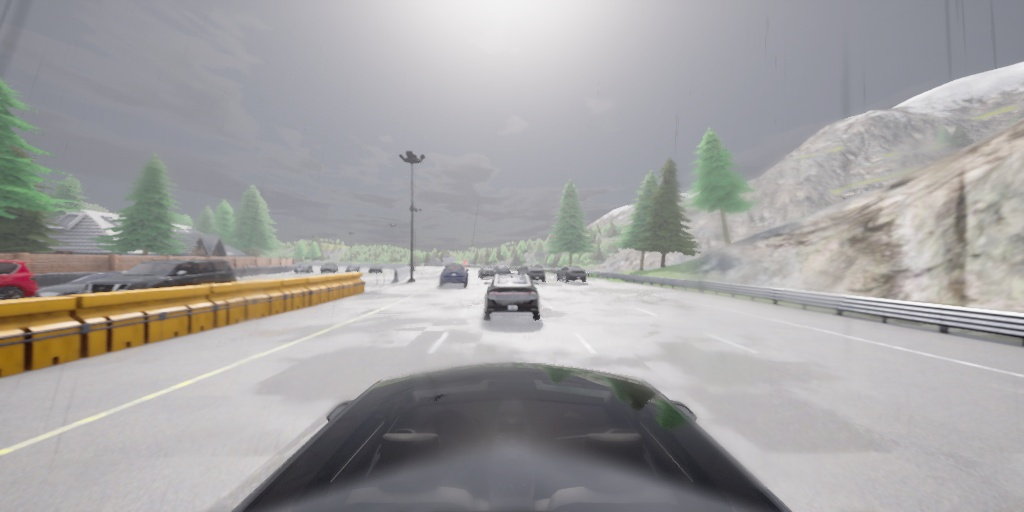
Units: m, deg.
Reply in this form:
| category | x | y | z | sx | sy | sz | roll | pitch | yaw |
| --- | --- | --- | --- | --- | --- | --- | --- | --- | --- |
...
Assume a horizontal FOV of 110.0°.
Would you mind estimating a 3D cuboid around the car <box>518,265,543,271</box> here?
| category | x | y | z | sx | sy | sz | roll | pitch | yaw |
| --- | --- | --- | --- | --- | --- | --- | --- | --- | --- |
| car | 1.858 | 1.688 | 33.706 | 1.837 | 1.490 | 4.892 | 1 | -1 | -8 |

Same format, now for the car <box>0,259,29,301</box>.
| category | x | y | z | sx | sy | sz | roll | pitch | yaw |
| --- | --- | --- | --- | --- | --- | --- | --- | --- | --- |
| car | -21.190 | 1.120 | 12.852 | 2.150 | 2.045 | 5.566 | 0 | -1 | -1 |

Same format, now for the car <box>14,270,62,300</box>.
| category | x | y | z | sx | sy | sz | roll | pitch | yaw |
| --- | --- | --- | --- | --- | --- | --- | --- | --- | --- |
| car | -17.821 | 1.434 | 16.074 | 2.128 | 1.511 | 4.902 | 0 | -1 | -3 |

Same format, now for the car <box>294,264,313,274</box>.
| category | x | y | z | sx | sy | sz | roll | pitch | yaw |
| --- | --- | --- | --- | --- | --- | --- | --- | --- | --- |
| car | -31.779 | 1.958 | 54.790 | 2.128 | 1.511 | 4.902 | 0 | -1 | -17 |

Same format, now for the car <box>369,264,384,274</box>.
| category | x | y | z | sx | sy | sz | roll | pitch | yaw |
| --- | --- | --- | --- | --- | --- | --- | --- | --- | --- |
| car | -21.400 | 1.969 | 56.702 | 1.882 | 1.535 | 5.008 | 0 | -1 | -17 |

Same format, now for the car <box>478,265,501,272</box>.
| category | x | y | z | sx | sy | sz | roll | pitch | yaw |
| --- | --- | --- | --- | --- | --- | --- | --- | --- | --- |
| car | -2.853 | 1.882 | 40.979 | 1.895 | 1.301 | 4.718 | 0 | -1 | -11 |

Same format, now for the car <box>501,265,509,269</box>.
| category | x | y | z | sx | sy | sz | roll | pitch | yaw |
| --- | --- | --- | --- | --- | --- | --- | --- | --- | --- |
| car | -1.650 | 1.990 | 51.715 | 1.994 | 1.385 | 4.181 | 0 | -1 | -14 |

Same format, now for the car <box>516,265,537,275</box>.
| category | x | y | z | sx | sy | sz | roll | pitch | yaw |
| --- | --- | --- | --- | --- | --- | --- | --- | --- | --- |
| car | 2.045 | 1.985 | 51.297 | 1.994 | 1.385 | 4.181 | 0 | -1 | -14 |

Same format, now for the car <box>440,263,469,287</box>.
| category | x | y | z | sx | sy | sz | roll | pitch | yaw |
| --- | --- | --- | --- | --- | --- | --- | --- | --- | --- |
| car | -4.591 | 1.469 | 28.901 | 2.097 | 1.767 | 4.553 | 0 | -1 | -6 |

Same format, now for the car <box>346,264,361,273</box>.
| category | x | y | z | sx | sy | sz | roll | pitch | yaw |
| --- | --- | --- | --- | --- | --- | --- | --- | --- | --- |
| car | -25.196 | 1.990 | 57.128 | 2.128 | 1.511 | 4.902 | 0 | -1 | -17 |

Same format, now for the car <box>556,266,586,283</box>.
| category | x | y | z | sx | sy | sz | roll | pitch | yaw |
| --- | --- | --- | --- | --- | --- | --- | --- | --- | --- |
| car | 5.429 | 1.684 | 33.343 | 1.837 | 1.490 | 4.892 | 1 | -1 | -8 |

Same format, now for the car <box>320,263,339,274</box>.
| category | x | y | z | sx | sy | sz | roll | pitch | yaw |
| --- | --- | --- | --- | --- | --- | --- | --- | --- | --- |
| car | -28.563 | 1.836 | 56.181 | 2.097 | 1.767 | 4.553 | 0 | -1 | -17 |

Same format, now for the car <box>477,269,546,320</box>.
| category | x | y | z | sx | sy | sz | roll | pitch | yaw |
| --- | --- | --- | --- | --- | --- | --- | --- | --- | --- |
| car | -0.031 | 1.402 | 13.470 | 2.128 | 1.511 | 4.902 | 0 | -1 | -1 |

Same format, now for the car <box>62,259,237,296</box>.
| category | x | y | z | sx | sy | sz | roll | pitch | yaw |
| --- | --- | --- | --- | --- | --- | --- | --- | --- | --- |
| car | -14.258 | 1.150 | 15.037 | 2.150 | 2.045 | 5.566 | 0 | -1 | -2 |
